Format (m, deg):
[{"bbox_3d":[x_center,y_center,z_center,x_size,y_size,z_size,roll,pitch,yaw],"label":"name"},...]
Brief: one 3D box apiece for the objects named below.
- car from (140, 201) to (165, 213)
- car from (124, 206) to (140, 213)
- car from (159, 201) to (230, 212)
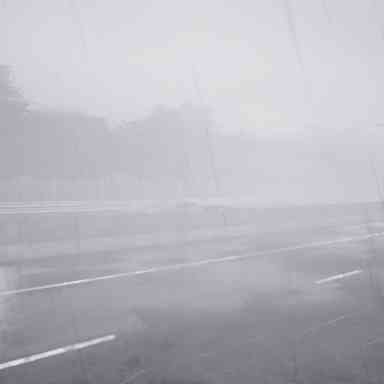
[{"bbox_3d":[-1.064,1.437,24.612,4.892,1.490,1.837,-1,0,-35],"label":"car"},{"bbox_3d":[-2.967,1.476,27.558,5.357,1.411,2.033,-1,0,-35],"label":"car"},{"bbox_3d":[0.849,1.482,21.687,5.357,1.411,2.033,-1,0,-35],"label":"car"}]
